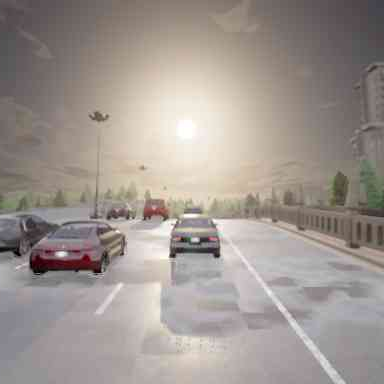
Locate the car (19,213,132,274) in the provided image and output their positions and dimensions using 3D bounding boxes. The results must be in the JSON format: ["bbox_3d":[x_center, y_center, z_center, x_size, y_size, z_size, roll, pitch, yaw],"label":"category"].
[{"bbox_3d":[-3.399,1.596,10.663,1.994,1.385,4.181,0,0,0],"label":"car"}]

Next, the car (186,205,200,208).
[{"bbox_3d":[0.102,2.045,33.281,1.837,1.490,4.892,0,-3,0],"label":"car"}]

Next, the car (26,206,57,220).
[{"bbox_3d":[-21.067,3.052,46.759,2.097,1.767,4.553,0,-6,0],"label":"car"}]

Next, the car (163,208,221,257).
[{"bbox_3d":[0.100,1.587,13.145,2.033,1.411,5.357,0,0,0],"label":"car"}]

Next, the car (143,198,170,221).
[{"bbox_3d":[-3.398,1.709,32.374,2.150,2.045,5.566,0,-3,0],"label":"car"}]

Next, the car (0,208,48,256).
[{"bbox_3d":[-6.899,1.587,13.190,2.033,1.411,5.357,0,0,0],"label":"car"}]

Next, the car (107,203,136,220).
[{"bbox_3d":[-6.898,1.875,32.968,2.097,1.767,4.553,0,-3,0],"label":"car"}]

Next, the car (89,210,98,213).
[{"bbox_3d":[-14.070,3.284,46.923,1.994,1.385,4.181,0,-6,0],"label":"car"}]
